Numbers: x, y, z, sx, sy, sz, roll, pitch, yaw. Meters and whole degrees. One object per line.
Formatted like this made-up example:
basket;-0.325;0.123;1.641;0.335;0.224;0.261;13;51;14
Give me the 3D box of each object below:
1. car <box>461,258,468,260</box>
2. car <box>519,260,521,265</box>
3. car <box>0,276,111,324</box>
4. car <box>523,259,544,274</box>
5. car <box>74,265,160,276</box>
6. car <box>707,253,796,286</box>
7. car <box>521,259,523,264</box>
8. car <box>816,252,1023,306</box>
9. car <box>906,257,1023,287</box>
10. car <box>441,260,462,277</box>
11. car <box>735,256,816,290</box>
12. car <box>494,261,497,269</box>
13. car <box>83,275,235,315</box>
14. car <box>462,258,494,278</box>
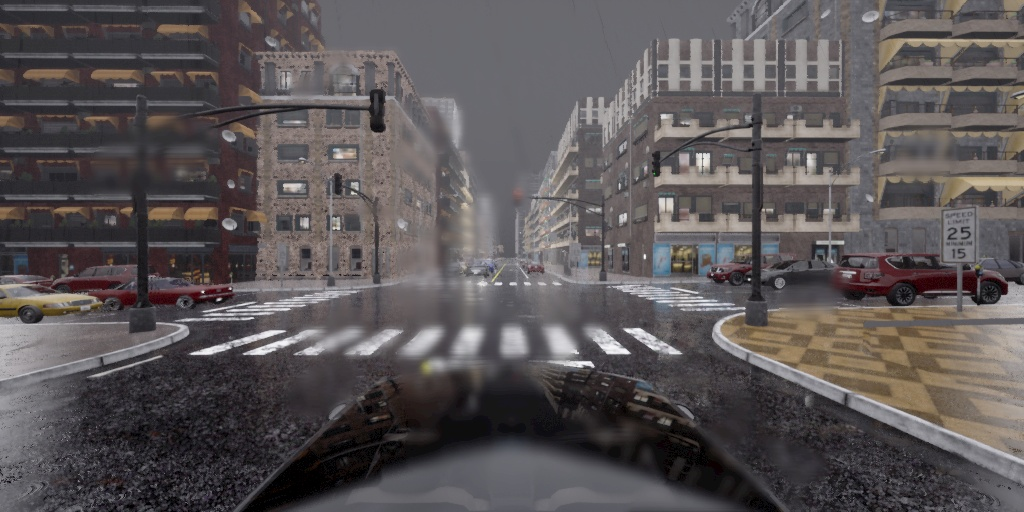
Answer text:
car;-5.769;1.284;40.666;1.751;1.417;4.829;0;0;0
car;2.577;1.349;57.902;1.802;1.307;4.207;0;0;0
car;-17.652;1.585;12.804;4.829;1.417;1.751;0;0;-1
car;2.611;1.198;40.855;1.967;1.591;4.097;0;0;0
car;-23.638;1.462;21.088;5.009;1.841;2.192;0;0;-1
car;14.536;0.759;21.530;5.009;1.841;2.192;0;0;-1
car;2.600;1.200;46.537;1.967;1.591;4.097;0;0;0
car;14.687;0.775;13.151;5.009;1.841;2.192;0;0;-1
car;24.727;0.807;19.052;5.357;1.411;2.033;-1;0;-1
car;-5.757;1.322;35.154;1.948;1.339;4.313;0;0;0
car;14.936;0.947;18.944;4.892;1.490;1.837;-1;0;-1
car;-3.185;1.237;44.233;1.882;1.535;5.008;0;0;0
car;-14.824;1.600;15.415;4.718;1.301;1.895;-1;0;0
car;-3.165;1.247;34.029;2.128;1.511;4.902;0;0;0
